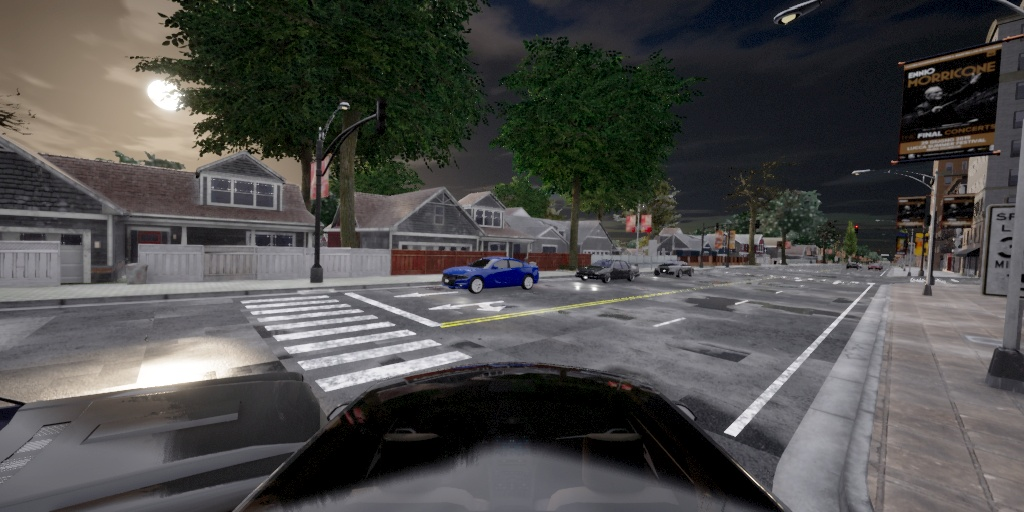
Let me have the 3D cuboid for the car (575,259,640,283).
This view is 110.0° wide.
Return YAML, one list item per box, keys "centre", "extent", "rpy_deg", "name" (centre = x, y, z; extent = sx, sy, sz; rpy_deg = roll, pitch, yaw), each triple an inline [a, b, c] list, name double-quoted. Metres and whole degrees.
- centre: [6.394, 0.927, 23.424]
  extent: [5.357, 1.411, 2.033]
  rpy_deg: [1, 2, -43]
  name: "car"

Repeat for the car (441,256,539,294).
- centre: [-0.880, 0.778, 16.618]
  extent: [5.008, 1.535, 1.882]
  rpy_deg: [1, 2, -43]
  name: "car"

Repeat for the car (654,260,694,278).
- centre: [13.699, 1.027, 30.231]
  extent: [4.181, 1.385, 1.994]
  rpy_deg: [1, 2, -43]
  name: "car"

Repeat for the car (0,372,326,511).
- centre: [-3.317, 1.273, 1.470]
  extent: [4.718, 1.301, 1.895]
  rpy_deg: [1, 2, -33]
  name: "car"
